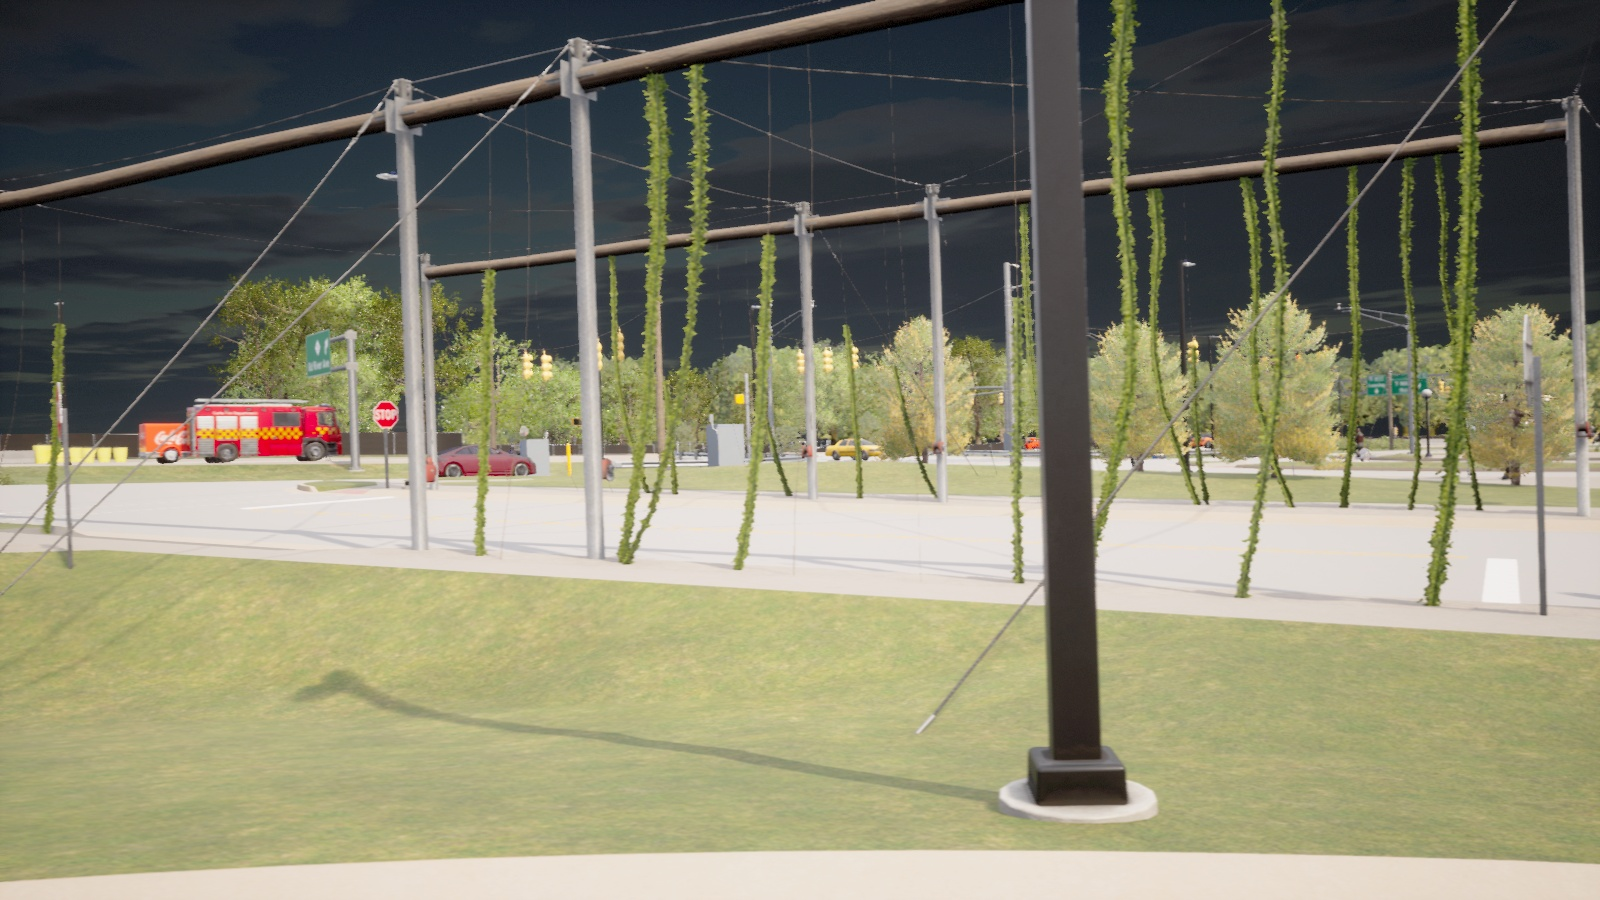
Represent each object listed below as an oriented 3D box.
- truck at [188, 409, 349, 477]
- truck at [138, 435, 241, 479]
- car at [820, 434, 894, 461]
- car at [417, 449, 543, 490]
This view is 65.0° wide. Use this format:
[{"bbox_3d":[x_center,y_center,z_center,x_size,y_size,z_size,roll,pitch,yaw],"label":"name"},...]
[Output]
[{"bbox_3d":[-32.257,-0.455,76.428,8.468,3.827,2.891,-2,0,-36],"label":"truck"},{"bbox_3d":[-37.412,0.421,77.005,5.204,2.467,2.627,-2,0,-36],"label":"truck"},{"bbox_3d":[3.721,-0.170,82.593,1.801,1.575,5.366,-2,0,-37],"label":"car"},{"bbox_3d":[-12.190,0.739,47.874,4.181,1.385,1.994,-2,0,-36],"label":"car"}]
